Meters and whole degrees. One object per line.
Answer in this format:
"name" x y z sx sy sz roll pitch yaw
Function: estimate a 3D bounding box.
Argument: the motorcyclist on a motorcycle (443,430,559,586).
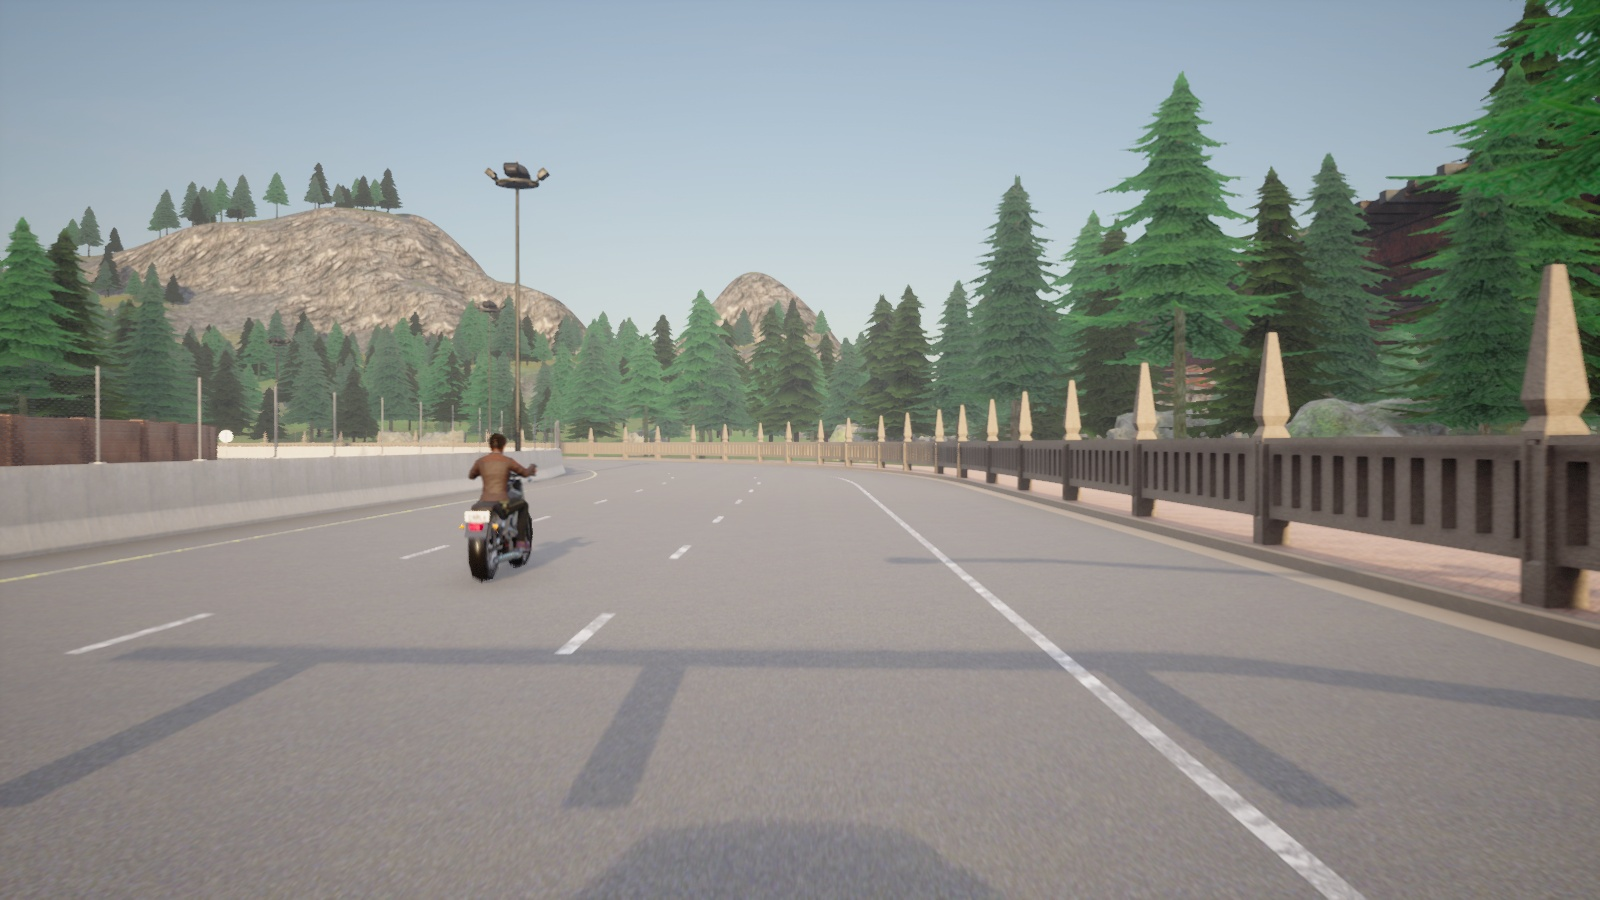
"motorcyclist on a motorcycle" -3.404 0.612 14.502 0.766 1.649 2.350 0 0 0
